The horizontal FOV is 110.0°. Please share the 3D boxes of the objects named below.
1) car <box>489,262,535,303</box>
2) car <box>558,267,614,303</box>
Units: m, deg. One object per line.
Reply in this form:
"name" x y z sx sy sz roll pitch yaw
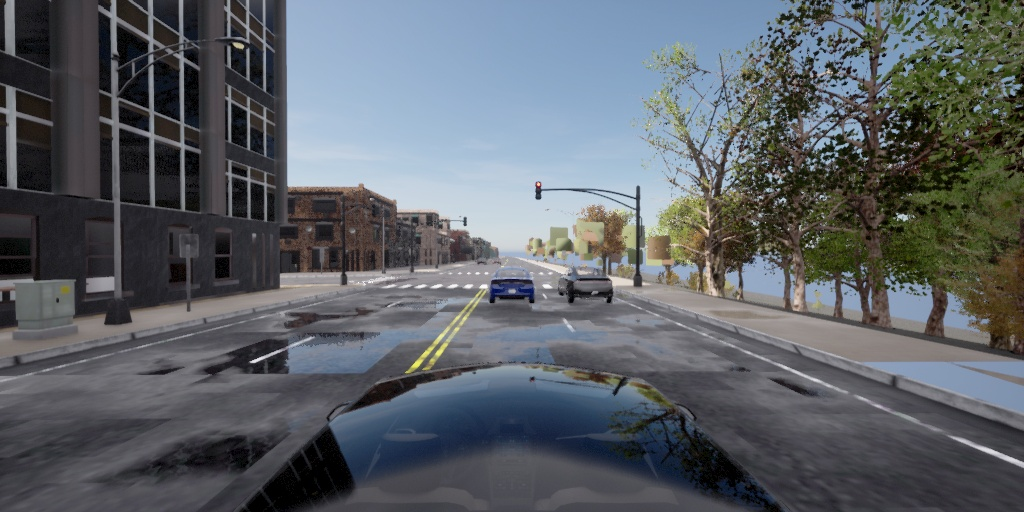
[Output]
"car" 0.000 1.232 16.501 1.882 1.535 5.008 0 0 0
"car" 3.250 1.242 16.502 2.128 1.511 4.902 0 0 0
